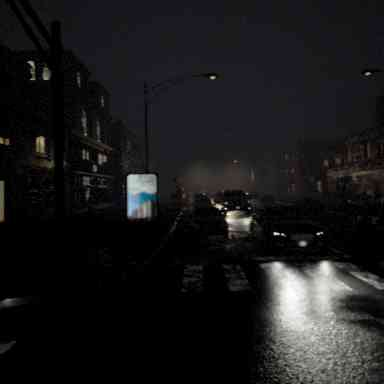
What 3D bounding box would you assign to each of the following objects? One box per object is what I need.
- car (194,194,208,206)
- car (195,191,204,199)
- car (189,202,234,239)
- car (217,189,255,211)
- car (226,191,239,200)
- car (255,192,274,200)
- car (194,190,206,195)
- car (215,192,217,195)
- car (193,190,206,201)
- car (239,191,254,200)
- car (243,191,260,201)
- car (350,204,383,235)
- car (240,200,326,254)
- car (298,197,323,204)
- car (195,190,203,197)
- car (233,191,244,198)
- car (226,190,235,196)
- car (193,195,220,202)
[{"bbox_3d":[1.153,0.967,43.313,1.752,1.417,4.829,-1,1,1],"label":"car"},{"bbox_3d":[1.548,0.629,70.918,1.752,1.417,4.829,-1,1,1],"label":"car"},{"bbox_3d":[0.761,1.365,15.879,1.802,1.307,4.206,-1,1,1],"label":"car"},{"bbox_3d":[3.548,0.802,28.100,2.150,2.045,5.566,-1,0,1],"label":"car"},{"bbox_3d":[7.164,0.610,59.198,1.882,1.535,5.008,-1,1,1],"label":"car"},{"bbox_3d":[9.533,0.827,43.348,2.008,1.369,4.403,-1,1,1],"label":"car"},{"bbox_3d":[1.075,0.948,37.961,1.967,1.590,4.097,-1,1,1],"label":"car"},{"bbox_3d":[3.759,0.749,42.738,2.097,1.767,4.553,-1,1,1],"label":"car"},{"bbox_3d":[1.389,0.551,60.044,2.192,1.841,5.009,-1,1,1],"label":"car"},{"bbox_3d":[9.771,0.623,59.911,2.008,1.369,4.403,-1,1,1],"label":"car"},{"bbox_3d":[9.690,0.580,54.388,1.967,1.590,4.097,-1,1,1],"label":"car"},{"bbox_3d":[9.138,1.186,15.744,1.947,1.339,4.313,-1,1,1],"label":"car"},{"bbox_3d":[3.354,1.265,12.492,2.128,1.511,4.902,-1,1,0],"label":"car"},{"bbox_3d":[9.297,1.064,26.784,1.802,1.307,4.206,-1,1,1],"label":"car"},{"bbox_3d":[1.708,0.409,82.130,1.967,1.590,4.097,-1,1,1],"label":"car"},{"bbox_3d":[9.930,0.520,70.952,1.802,1.307,4.206,-1,1,1],"label":"car"},{"bbox_3d":[10.165,0.180,87.513,1.967,1.590,4.097,-1,1,1],"label":"car"},{"bbox_3d":[0.918,1.196,26.920,2.008,1.369,4.403,-1,1,1],"label":"car"}]
